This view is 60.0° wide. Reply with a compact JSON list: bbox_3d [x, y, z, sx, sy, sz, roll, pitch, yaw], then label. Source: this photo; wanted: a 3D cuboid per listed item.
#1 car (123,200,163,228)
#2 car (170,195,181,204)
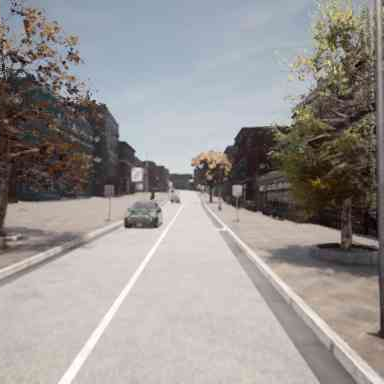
[{"bbox_3d":[-3.099,1.350,21.863,2.097,1.767,4.553,0,0,0],"label":"car"},{"bbox_3d":[-3.138,1.446,63.192,1.837,1.490,4.892,0,0,0],"label":"car"}]
